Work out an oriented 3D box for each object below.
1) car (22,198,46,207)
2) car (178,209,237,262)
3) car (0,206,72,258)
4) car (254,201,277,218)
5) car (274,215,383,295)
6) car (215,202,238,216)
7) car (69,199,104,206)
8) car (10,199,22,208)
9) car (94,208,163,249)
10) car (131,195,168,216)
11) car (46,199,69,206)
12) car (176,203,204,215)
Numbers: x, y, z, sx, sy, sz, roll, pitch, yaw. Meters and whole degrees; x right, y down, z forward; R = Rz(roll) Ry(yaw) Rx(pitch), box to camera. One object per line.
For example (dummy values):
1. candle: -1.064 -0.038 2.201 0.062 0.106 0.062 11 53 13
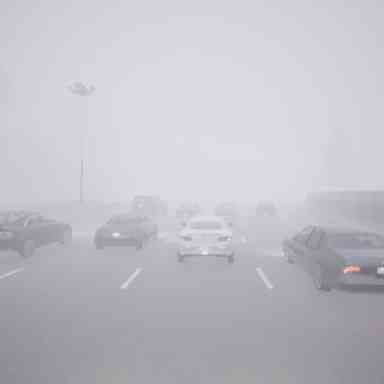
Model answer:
1. car: -19.146 1.610 43.230 1.882 1.535 5.008 0 0 15
2. car: 0.548 1.563 12.209 1.812 1.442 4.674 0 0 4
3. car: -6.404 1.532 12.960 2.128 1.511 4.902 0 0 4
4. car: 6.940 1.599 31.363 1.837 1.490 4.892 0 0 12
5. car: 3.845 1.575 8.942 2.033 1.411 5.357 0 0 3
6. car: 3.275 1.641 31.216 2.033 1.411 5.357 0 0 12
7. car: -12.535 1.630 40.878 1.837 1.490 4.892 0 0 15
8. car: -22.260 1.631 45.066 2.128 1.511 4.902 0 0 15
9. car: -2.743 1.609 14.752 1.994 1.385 4.181 0 0 5
10. car: -3.866 1.316 31.171 2.150 2.045 5.566 0 0 12
11. car: -15.770 1.607 42.320 1.882 1.535 5.008 0 0 15
12. car: -0.096 1.698 32.055 1.895 1.301 4.718 0 0 12
